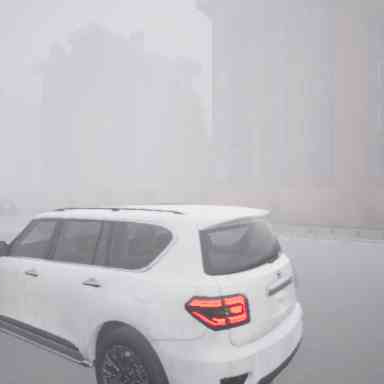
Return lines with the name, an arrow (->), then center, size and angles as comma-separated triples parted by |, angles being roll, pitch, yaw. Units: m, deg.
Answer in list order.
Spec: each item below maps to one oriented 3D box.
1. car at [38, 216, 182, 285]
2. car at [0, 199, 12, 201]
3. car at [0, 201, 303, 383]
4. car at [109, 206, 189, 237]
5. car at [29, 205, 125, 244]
car -> -2.580, 1.564, 10.126 | 4.181, 1.385, 1.994 | 0, 0, 35
car -> -17.274, 1.352, 29.184 | 4.553, 1.767, 2.097 | 0, 0, 35
car -> -1.285, 1.214, 4.905 | 5.566, 2.045, 2.150 | -1, -1, 35
car -> -2.465, 1.564, 18.637 | 4.181, 1.385, 1.994 | 0, 0, 35
car -> -5.907, 1.491, 16.791 | 4.902, 1.511, 2.128 | 0, 0, 35
